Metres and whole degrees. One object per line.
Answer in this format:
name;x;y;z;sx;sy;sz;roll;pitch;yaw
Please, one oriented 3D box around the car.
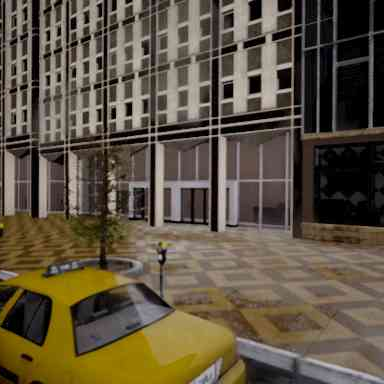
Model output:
car;-1.751;1.533;4.148;4.829;1.417;1.752;0;0;36
